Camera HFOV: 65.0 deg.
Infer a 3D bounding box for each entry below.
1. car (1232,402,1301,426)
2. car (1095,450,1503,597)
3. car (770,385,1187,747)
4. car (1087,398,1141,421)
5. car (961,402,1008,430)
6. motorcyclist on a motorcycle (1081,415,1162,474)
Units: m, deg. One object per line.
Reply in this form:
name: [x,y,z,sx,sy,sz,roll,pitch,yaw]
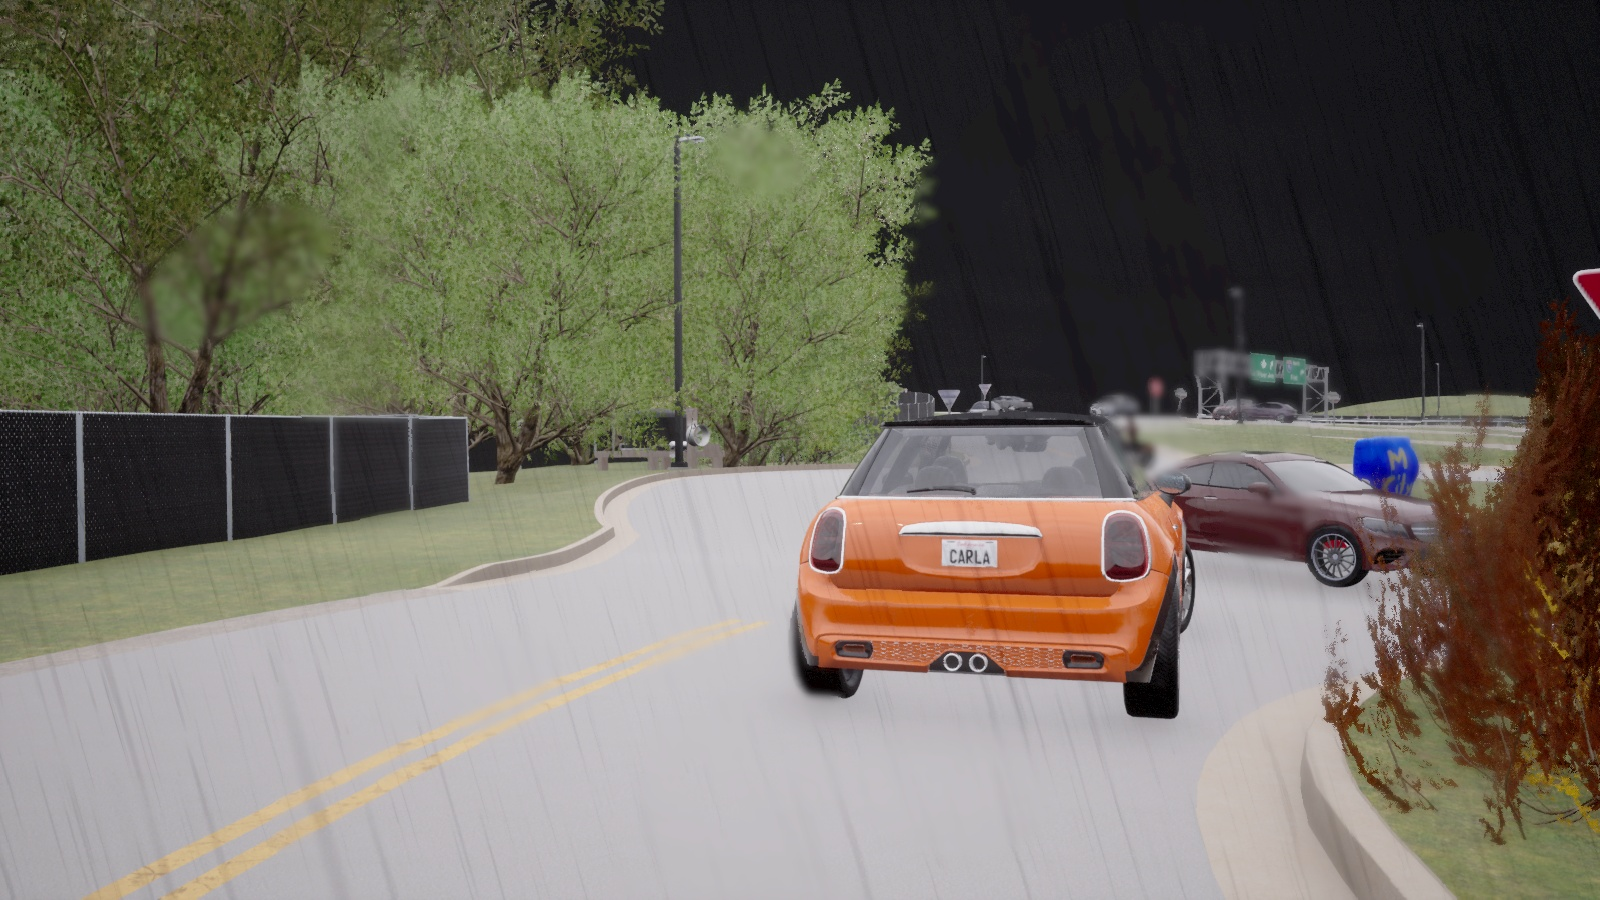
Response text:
car: [33.448,-2.589,90.135,4.193,1.474,1.816,5,3,38]
car: [5.969,0.773,15.704,1.812,1.442,4.674,-1,2,-28]
car: [1.532,0.548,8.610,2.097,1.767,4.553,0,0,18]
car: [22.131,-2.876,88.354,3.806,1.475,1.970,-4,4,-44]
car: [10.163,-1.885,69.092,1.845,1.501,3.633,0,3,20]
motorcyclist on a motorcycle: [9.250,-0.179,36.067,2.350,1.649,0.766,0,2,-29]
